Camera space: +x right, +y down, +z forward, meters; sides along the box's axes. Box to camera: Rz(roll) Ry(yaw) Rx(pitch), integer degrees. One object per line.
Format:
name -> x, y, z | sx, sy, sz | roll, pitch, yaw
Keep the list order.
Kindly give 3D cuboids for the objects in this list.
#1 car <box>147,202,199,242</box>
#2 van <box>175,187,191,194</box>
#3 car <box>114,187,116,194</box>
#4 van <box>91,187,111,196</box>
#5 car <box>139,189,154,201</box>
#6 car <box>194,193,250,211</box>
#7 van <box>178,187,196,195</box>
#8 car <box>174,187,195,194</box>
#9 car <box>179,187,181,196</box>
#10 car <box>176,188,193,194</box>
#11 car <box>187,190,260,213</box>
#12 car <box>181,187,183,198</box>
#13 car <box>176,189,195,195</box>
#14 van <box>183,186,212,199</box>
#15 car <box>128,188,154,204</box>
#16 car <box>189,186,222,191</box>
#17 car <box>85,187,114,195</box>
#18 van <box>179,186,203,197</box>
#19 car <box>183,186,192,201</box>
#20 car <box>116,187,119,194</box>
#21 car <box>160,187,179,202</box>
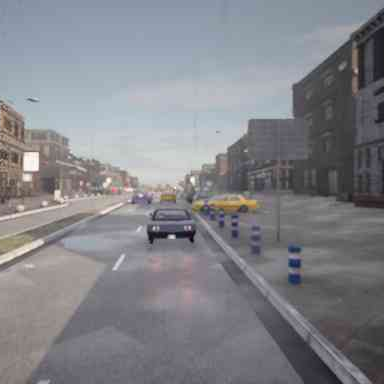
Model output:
car -> -0.935, 1.343, 14.787 | 1.895, 1.301, 4.718 | 0, 2, -4
van -> -2.503, -0.469, 94.993 | 4.442, 1.987, 1.878 | 0, 1, -4
car -> -22.035, 0.051, 82.526 | 4.792, 1.488, 2.163 | 0, 1, -4
van -> -21.744, -0.167, 79.630 | 4.442, 1.987, 1.878 | 0, 1, -4
car -> -6.623, 0.374, 49.244 | 1.882, 1.535, 5.008 | 0, 1, -4
car -> 2.550, 0.834, 29.032 | 4.674, 1.452, 2.002 | 0, 1, -4
van -> -1.242, -0.273, 81.258 | 4.442, 1.987, 1.878 | 0, 1, -4
car -> -2.003, -0.411, 89.499 | 5.566, 2.045, 2.435 | 0, 1, -4
car -> 0.909, 0.317, 51.011 | 5.008, 1.535, 2.097 | 0, 1, -4
car -> -2.149, -0.327, 92.256 | 4.553, 1.767, 2.185 | 0, 1, -4
car -> 2.567, 0.867, 26.268 | 5.366, 1.575, 1.946 | 0, 2, -4
car -> 1.321, 0.415, 45.516 | 4.892, 1.521, 2.231 | 0, 1, -4
car -> -1.798, -0.091, 86.753 | 4.792, 1.488, 2.163 | 0, 1, -4
van -> 0.821, 0.049, 53.643 | 4.442, 1.987, 1.878 | 0, 1, -4
car -> -5.794, 0.452, 38.798 | 2.097, 1.767, 4.553 | 0, 1, -4
car -> 2.309, 0.596, 31.772 | 4.553, 1.767, 2.185 | 0, 1, -4
car -> -21.696, -0.157, 76.849 | 5.566, 2.045, 2.435 | 0, 1, -4
van -> -0.242, -0.089, 64.742 | 4.442, 1.987, 1.878 | 0, 1, -4
car -> 2.164, 0.402, 34.520 | 5.566, 2.045, 2.435 | 0, 1, -4
car -> -22.278, -0.266, 85.165 | 5.566, 2.045, 2.435 | 0, 1, -4
car -> -2.971, 0.509, 41.487 | 1.882, 1.535, 5.008 | 0, 2, -4
